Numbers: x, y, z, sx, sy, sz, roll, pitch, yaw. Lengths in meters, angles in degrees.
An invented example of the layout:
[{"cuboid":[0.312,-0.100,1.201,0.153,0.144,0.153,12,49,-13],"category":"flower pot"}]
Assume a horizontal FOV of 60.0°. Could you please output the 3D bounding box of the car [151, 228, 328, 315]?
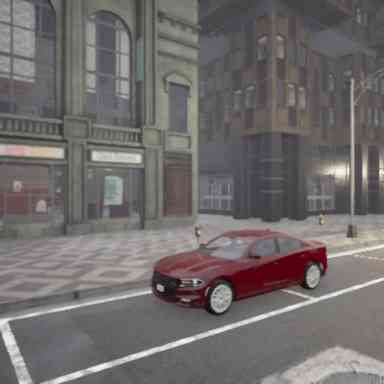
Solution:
[{"cuboid":[1.239,1.553,7.536,4.507,1.381,1.887,0,0,-36],"category":"car"}]
